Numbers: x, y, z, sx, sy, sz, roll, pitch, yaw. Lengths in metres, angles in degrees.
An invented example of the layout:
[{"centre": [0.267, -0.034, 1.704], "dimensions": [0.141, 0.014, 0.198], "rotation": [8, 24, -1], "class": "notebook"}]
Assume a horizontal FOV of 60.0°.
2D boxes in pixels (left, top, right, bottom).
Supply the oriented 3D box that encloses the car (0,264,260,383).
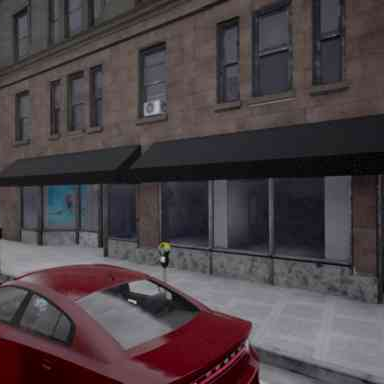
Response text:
[{"centre": [-1.468, 1.544, 3.893], "dimensions": [4.507, 1.381, 1.887], "rotation": [0, 0, 35], "class": "car"}]
